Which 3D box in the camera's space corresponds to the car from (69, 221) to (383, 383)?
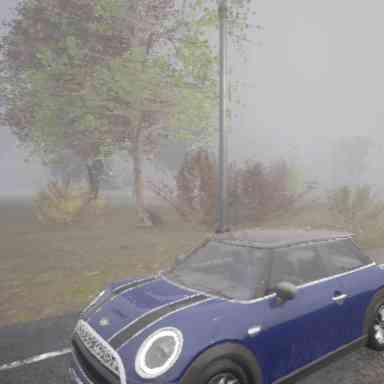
[{"bbox_3d":[0.783,1.358,4.566,4.553,1.767,2.097,0,0,-36],"label":"car"}]
